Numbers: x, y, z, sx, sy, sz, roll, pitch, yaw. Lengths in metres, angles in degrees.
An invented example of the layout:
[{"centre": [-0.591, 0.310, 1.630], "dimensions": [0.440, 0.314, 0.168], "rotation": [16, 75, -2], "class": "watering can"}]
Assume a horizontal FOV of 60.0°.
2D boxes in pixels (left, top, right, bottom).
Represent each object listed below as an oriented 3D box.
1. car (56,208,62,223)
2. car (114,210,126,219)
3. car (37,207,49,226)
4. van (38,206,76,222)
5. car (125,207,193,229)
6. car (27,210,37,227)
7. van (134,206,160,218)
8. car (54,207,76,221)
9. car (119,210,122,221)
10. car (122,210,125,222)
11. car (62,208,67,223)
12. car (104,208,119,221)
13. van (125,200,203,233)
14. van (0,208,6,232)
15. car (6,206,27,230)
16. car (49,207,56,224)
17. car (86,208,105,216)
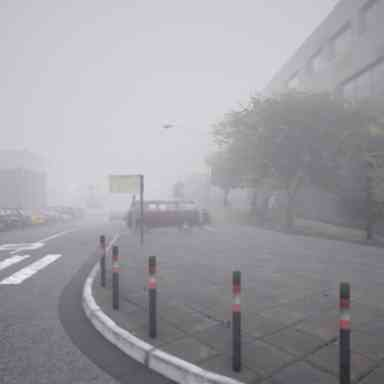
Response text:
[{"centre": [-16.442, 2.643, 34.378], "dimensions": [4.674, 1.452, 2.002], "rotation": [0, -3, -9], "class": "car"}, {"centre": [-12.019, 3.718, 55.754], "dimensions": [1.837, 1.490, 4.892], "rotation": [0, -3, -9], "class": "car"}, {"centre": [-15.767, 2.292, 28.845], "dimensions": [5.366, 1.575, 1.946], "rotation": [0, -3, -9], "class": "car"}, {"centre": [-18.270, 2.988, 45.264], "dimensions": [4.442, 1.987, 1.878], "rotation": [0, -3, -9], "class": "van"}, {"centre": [-2.571, 1.935, 25.469], "dimensions": [5.008, 1.535, 2.097], "rotation": [0, -3, -9], "class": "car"}, {"centre": [-15.104, 2.007, 26.007], "dimensions": [4.553, 1.767, 2.185], "rotation": [0, -3, -9], "class": "car"}, {"centre": [-7.858, 3.556, 58.474], "dimensions": [4.442, 1.987, 1.878], "rotation": [0, -3, -9], "class": "van"}, {"centre": [-17.125, 2.907, 39.916], "dimensions": [5.366, 1.575, 1.946], "rotation": [0, -3, -9], "class": "car"}, {"centre": [-3.024, 1.832, 28.175], "dimensions": [5.566, 2.045, 2.435], "rotation": [0, -3, -9], "class": "car"}, {"centre": [-2.103, 1.829, 22.677], "dimensions": [4.792, 1.488, 2.163], "rotation": [0, -3, -9], "class": "car"}, {"centre": [-16.855, 2.790, 37.009], "dimensions": [4.674, 1.452, 2.002], "rotation": [0, -3, -9], "class": "car"}, {"centre": [-10.246, 3.162, 45.087], "dimensions": [2.033, 1.411, 5.357], "rotation": [0, -3, -9], "class": "car"}, {"centre": [-1.589, 1.462, 19.950], "dimensions": [4.442, 1.987, 1.878], "rotation": [0, -2, -9], "class": "van"}, {"centre": [-14.391, 1.628, 20.497], "dimensions": [4.442, 1.987, 1.878], "rotation": [0, -2, -9], "class": "van"}, {"centre": [-14.707, 1.983, 23.242], "dimensions": [5.008, 1.535, 2.097], "rotation": [0, -3, -9], "class": "car"}, {"centre": [-15.986, 2.478, 31.631], "dimensions": [4.792, 1.488, 2.163], "rotation": [0, -3, -9], "class": "car"}, {"centre": [-24.430, 5.198, 85.172], "dimensions": [5.566, 2.045, 2.435], "rotation": [0, -3, -9], "class": "car"}]
